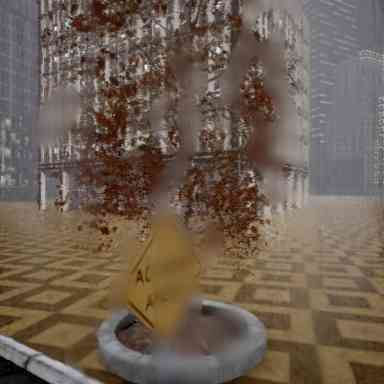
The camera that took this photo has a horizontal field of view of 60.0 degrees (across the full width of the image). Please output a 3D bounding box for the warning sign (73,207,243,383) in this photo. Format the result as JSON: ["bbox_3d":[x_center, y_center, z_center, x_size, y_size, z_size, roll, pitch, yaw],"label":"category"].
[{"bbox_3d":[-0.275,1.113,3.263,1.060,1.860,1.300,0,0,35],"label":"warning sign"}]
